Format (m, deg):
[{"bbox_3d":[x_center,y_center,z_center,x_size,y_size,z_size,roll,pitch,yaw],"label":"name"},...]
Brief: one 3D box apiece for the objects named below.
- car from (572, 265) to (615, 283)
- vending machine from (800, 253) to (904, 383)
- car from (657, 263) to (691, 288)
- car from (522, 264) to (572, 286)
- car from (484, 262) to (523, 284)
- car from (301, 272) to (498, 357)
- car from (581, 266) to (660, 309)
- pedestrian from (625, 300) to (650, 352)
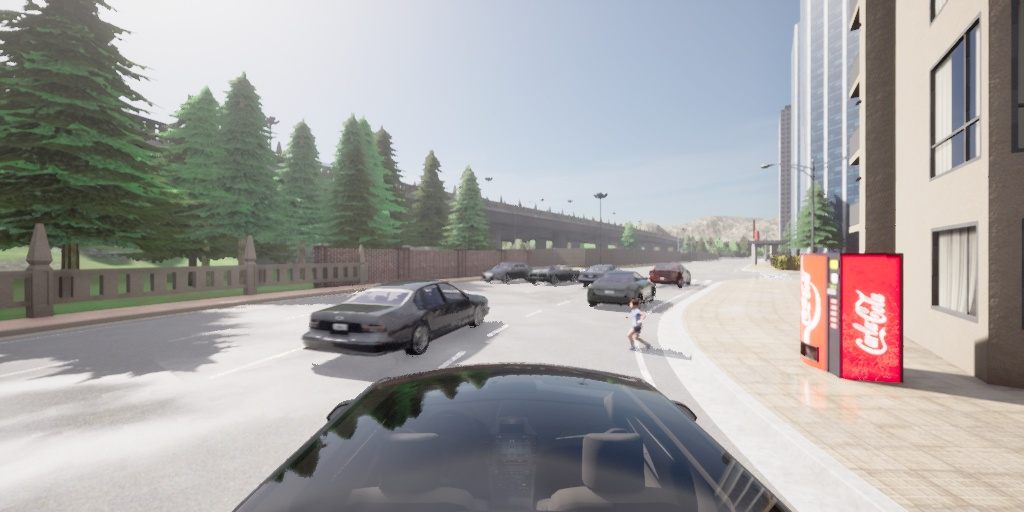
[{"bbox_3d":[6.167,1.279,23.605,2.033,1.411,5.357,0,0,35],"label":"car"},{"bbox_3d":[5.422,0.942,5.815,1.100,2.100,0.880,0,0,14],"label":"vending machine"},{"bbox_3d":[10.454,1.210,23.608,1.882,1.535,5.008,0,0,35],"label":"car"},{"bbox_3d":[2.998,1.331,25.510,1.895,1.301,4.718,0,0,36],"label":"car"},{"bbox_3d":[-0.241,1.221,26.998,2.128,1.511,4.902,0,0,36],"label":"car"},{"bbox_3d":[-2.265,1.291,8.689,2.033,1.411,5.357,0,0,17],"label":"car"},{"bbox_3d":[4.651,1.303,14.981,1.994,1.385,4.181,0,0,31],"label":"car"},{"bbox_3d":[2.633,1.419,7.461,0.500,1.100,0.500,0,0,16],"label":"pedestrian"}]
